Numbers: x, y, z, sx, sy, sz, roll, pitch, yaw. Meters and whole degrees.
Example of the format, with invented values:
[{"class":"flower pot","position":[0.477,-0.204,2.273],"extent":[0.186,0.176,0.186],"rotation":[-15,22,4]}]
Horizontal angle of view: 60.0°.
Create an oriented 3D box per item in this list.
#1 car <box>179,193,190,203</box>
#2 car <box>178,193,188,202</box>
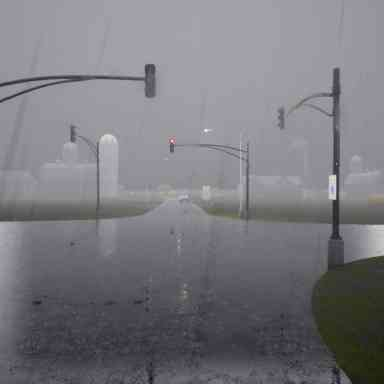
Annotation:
[{"class":"car","position":[-1.513,1.553,69.886],"extent":[1.812,1.442,4.674],"rotation":[0,0,-3]},{"class":"car","position":[-2.097,1.189,79.920],"extent":[2.150,2.045,5.566],"rotation":[0,0,-4]}]
